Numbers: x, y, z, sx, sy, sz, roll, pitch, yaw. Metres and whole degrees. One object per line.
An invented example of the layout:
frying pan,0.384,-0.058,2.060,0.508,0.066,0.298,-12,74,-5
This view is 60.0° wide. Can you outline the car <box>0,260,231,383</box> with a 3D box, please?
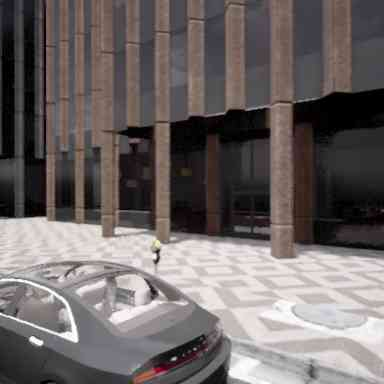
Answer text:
car,-1.655,1.552,4.144,4.403,1.369,2.008,0,0,35
